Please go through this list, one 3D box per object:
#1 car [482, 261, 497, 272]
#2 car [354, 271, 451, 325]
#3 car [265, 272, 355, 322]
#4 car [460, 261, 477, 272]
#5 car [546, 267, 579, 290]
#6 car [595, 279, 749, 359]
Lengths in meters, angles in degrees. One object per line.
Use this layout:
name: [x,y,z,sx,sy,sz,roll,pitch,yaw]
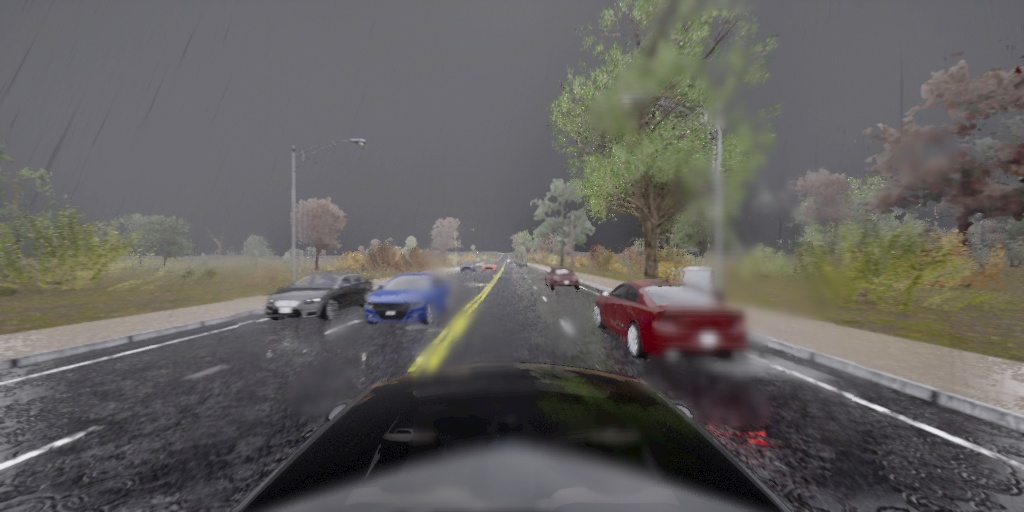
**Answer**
car: [-3.419,1.535,54.843,2.097,1.767,4.553,0,0,0]
car: [-3.351,1.320,12.403,1.882,1.535,5.008,0,0,0]
car: [-6.600,1.338,12.898,2.128,1.511,4.902,0,0,0]
car: [-6.669,1.537,55.144,2.097,1.767,4.553,0,0,0]
car: [3.347,1.468,24.287,1.812,1.442,4.674,0,0,0]
car: [3.350,1.288,8.577,1.882,1.535,5.008,0,0,0]
